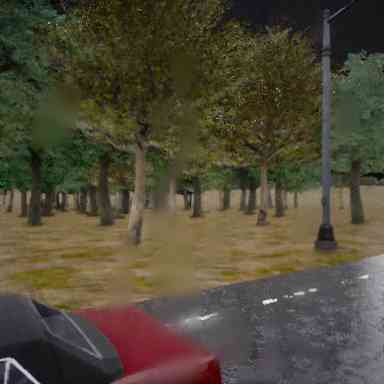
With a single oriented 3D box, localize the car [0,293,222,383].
[{"bbox_3d":[-2.158,1.609,2.313,4.718,1.301,1.895,1,-1,-35],"label":"car"}]
